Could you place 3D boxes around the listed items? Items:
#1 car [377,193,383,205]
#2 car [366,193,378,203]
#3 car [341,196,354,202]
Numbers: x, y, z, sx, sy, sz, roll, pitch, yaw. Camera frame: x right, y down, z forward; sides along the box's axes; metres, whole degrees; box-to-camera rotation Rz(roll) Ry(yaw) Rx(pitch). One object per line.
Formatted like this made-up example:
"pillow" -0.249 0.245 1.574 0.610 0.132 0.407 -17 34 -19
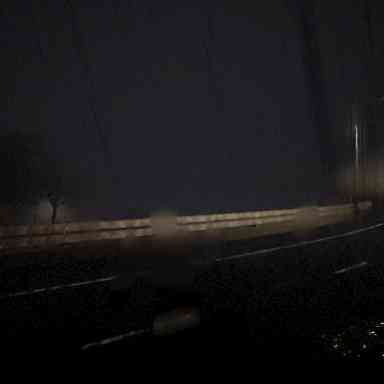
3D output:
"car" 35.325 1.374 59.131 2.150 2.045 5.566 0 0 16
"car" 38.038 1.251 69.013 2.150 2.045 5.566 0 0 10
"car" 40.419 1.744 86.450 1.882 1.535 5.008 0 0 2
